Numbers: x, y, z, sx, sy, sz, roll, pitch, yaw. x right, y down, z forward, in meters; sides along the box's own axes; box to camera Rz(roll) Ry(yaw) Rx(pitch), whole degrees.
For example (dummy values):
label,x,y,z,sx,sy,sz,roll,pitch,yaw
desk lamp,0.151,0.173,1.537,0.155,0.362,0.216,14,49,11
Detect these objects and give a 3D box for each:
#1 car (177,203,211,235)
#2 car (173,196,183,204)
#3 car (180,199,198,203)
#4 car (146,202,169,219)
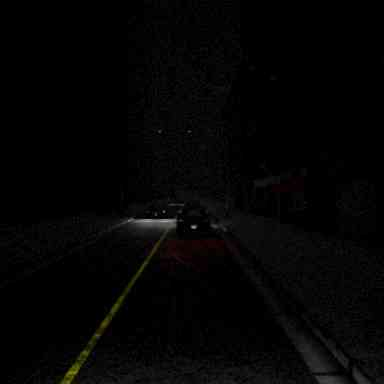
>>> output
label,x,y,z,sx,sy,sz,roll,pitch,yaw
car,0.096,1.613,19.326,1.812,1.442,4.674,0,0,0
car,-3.015,1.690,72.300,2.097,1.767,4.553,0,0,0
car,0.093,1.728,35.448,1.994,1.385,4.181,0,0,0
car,-3.103,1.668,30.888,1.812,1.442,4.674,0,0,0
